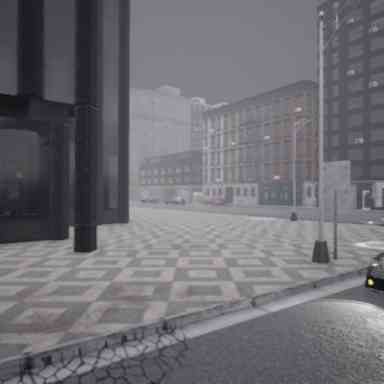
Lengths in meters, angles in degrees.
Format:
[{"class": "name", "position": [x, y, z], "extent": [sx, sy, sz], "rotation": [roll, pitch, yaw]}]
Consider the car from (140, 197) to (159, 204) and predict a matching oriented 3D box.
[{"class": "car", "position": [-8.289, 1.610, 63.952], "extent": [1.895, 1.301, 4.718], "rotation": [0, 0, -36]}]

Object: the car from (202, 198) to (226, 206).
[{"class": "car", "position": [3.494, 1.565, 53.220], "extent": [1.994, 1.385, 4.181], "rotation": [0, 0, -36]}]

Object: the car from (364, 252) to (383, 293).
[{"class": "car", "position": [5.702, 1.536, 7.391], "extent": [4.181, 1.385, 1.994], "rotation": [0, 0, -35]}]

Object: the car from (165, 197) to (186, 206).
[{"class": "car", "position": [-2.854, 1.521, 56.402], "extent": [1.812, 1.442, 4.674], "rotation": [0, 0, -36]}]
